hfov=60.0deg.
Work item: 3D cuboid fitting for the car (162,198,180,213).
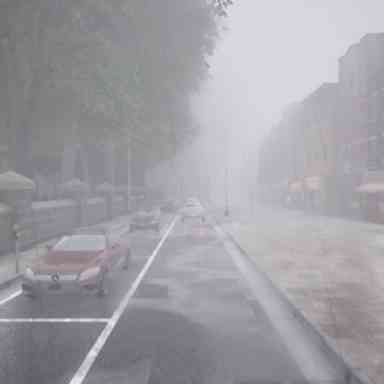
[{"bbox_3d":[-2.628,1.607,36.927,1.887,1.381,4.507,0,0,0],"label":"car"}]

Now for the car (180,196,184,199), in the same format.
[{"bbox_3d":[-2.623,1.649,48.304,2.008,1.369,4.403,-1,0,0],"label":"car"}]

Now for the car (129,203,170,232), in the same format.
[{"bbox_3d":[-2.634,1.572,19.861,2.008,1.369,4.403,0,0,0],"label":"car"}]

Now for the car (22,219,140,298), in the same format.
[{"bbox_3d":[-2.638,1.588,8.484,1.802,1.307,4.206,0,0,0],"label":"car"}]

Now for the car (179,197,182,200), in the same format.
[{"bbox_3d":[-2.625,1.624,42.615,1.887,1.381,4.507,0,0,0],"label":"car"}]

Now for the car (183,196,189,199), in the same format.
[{"bbox_3d":[0.112,1.608,43.689,1.812,1.442,4.674,0,0,0],"label":"car"}]

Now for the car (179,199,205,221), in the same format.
[{"bbox_3d":[0.097,1.563,27.689,1.812,1.442,4.674,0,0,0],"label":"car"}]

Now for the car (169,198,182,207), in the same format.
[{"bbox_3d":[-2.621,1.686,53.993,1.947,1.339,4.313,-1,0,0],"label":"car"}]
